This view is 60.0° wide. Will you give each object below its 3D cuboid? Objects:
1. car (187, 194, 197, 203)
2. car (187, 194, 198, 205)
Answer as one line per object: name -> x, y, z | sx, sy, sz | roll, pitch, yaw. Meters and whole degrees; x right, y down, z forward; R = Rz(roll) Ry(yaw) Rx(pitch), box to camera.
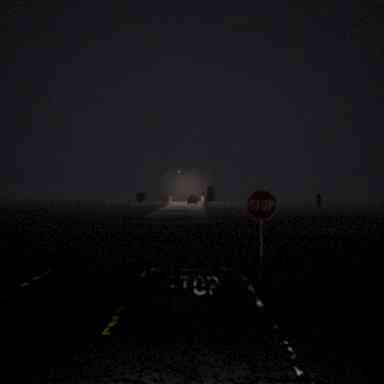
car -> 0.065, 1.387, 75.718 | 2.150, 2.045, 5.566 | 0, 0, 0
car -> 0.057, 1.594, 65.652 | 2.097, 1.767, 4.553 | 0, 0, 0
